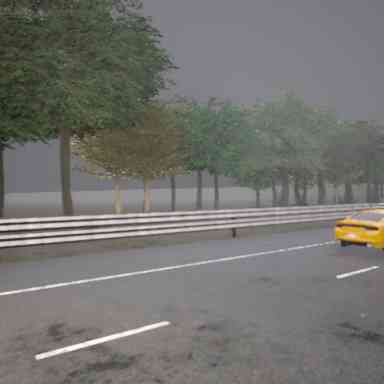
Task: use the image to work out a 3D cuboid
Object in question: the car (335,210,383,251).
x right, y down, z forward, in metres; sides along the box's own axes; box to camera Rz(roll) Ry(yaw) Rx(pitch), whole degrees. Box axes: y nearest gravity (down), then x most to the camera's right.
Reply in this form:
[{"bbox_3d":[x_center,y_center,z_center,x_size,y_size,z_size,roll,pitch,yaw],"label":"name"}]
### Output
[{"bbox_3d":[7.928,1.473,13.717,5.008,1.535,1.882,0,0,-35],"label":"car"}]
